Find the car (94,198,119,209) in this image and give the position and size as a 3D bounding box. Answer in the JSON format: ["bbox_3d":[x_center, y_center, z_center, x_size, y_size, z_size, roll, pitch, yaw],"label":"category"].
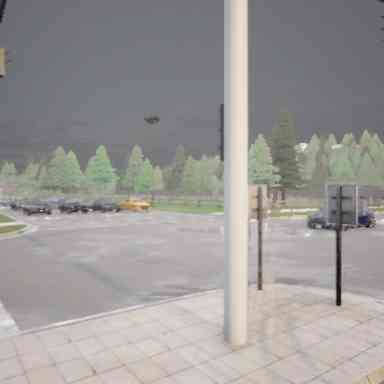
[{"bbox_3d":[-11.795,1.530,45.696,1.994,1.385,4.181,0,0,-37],"label":"car"}]

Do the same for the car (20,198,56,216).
[{"bbox_3d":[-14.898,1.534,32.006,1.994,1.385,4.181,0,0,-36],"label":"car"}]

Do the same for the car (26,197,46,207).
[{"bbox_3d":[-23.665,1.517,50.297,1.994,1.385,4.181,0,0,-36],"label":"car"}]

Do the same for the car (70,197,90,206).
[{"bbox_3d":[-18.812,1.556,55.611,1.895,1.301,4.718,0,0,-35],"label":"car"}]

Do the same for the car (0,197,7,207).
[{"bbox_3d":[-28.008,1.497,50.362,2.033,1.411,5.357,0,0,-35],"label":"car"}]

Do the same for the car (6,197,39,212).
[{"bbox_3d":[-20.002,1.454,39.132,2.128,1.511,4.902,0,0,-36],"label":"car"}]

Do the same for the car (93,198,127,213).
[{"bbox_3d":[-9.503,1.520,36.496,2.033,1.411,5.357,0,0,-36],"label":"car"}]

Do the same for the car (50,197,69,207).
[{"bbox_3d":[-21.006,1.480,52.628,1.812,1.442,4.674,0,0,-35],"label":"car"}]

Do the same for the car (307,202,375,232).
[{"bbox_3d":[8.949,1.348,19.979,4.553,1.767,2.097,0,0,-35],"label":"car"}]

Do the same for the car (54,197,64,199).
[{"bbox_3d":[-17.441,1.489,41.573,1.812,1.442,4.674,0,0,-36],"label":"car"}]

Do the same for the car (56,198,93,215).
[{"bbox_3d":[-12.163,1.572,34.198,1.895,1.301,4.718,0,0,-36],"label":"car"}]

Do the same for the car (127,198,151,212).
[{"bbox_3d":[-6.556,1.452,38.395,1.882,1.535,5.008,0,0,-36],"label":"car"}]
